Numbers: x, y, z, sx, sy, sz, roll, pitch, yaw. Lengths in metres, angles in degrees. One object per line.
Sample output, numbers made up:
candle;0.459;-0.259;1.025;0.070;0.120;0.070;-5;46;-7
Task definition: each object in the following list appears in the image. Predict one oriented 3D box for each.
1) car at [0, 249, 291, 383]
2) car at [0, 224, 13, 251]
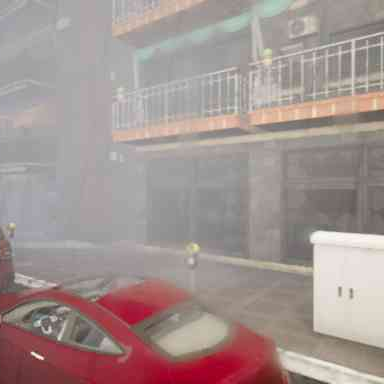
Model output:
car;-1.081;1.568;3.648;4.206;1.307;1.802;0;0;36
car;-5.662;1.276;6.917;5.009;1.841;2.192;0;0;36
